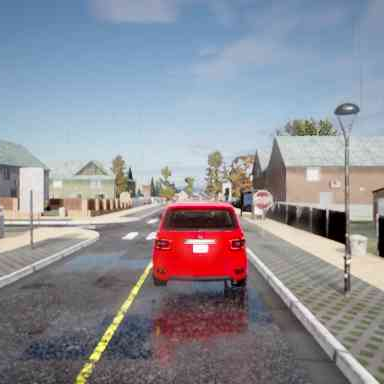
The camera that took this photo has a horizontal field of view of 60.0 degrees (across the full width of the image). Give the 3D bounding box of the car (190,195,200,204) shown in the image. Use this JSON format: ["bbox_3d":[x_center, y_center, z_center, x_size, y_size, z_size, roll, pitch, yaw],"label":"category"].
[{"bbox_3d":[0.586,1.703,74.450,2.150,2.045,5.566,0,-1,0],"label":"car"}]

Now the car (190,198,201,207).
[{"bbox_3d":[0.561,1.837,58.132,1.812,1.442,4.674,0,-1,0],"label":"car"}]

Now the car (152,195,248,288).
[{"bbox_3d":[0.186,1.244,9.454,2.150,2.045,5.566,0,0,0],"label":"car"}]
